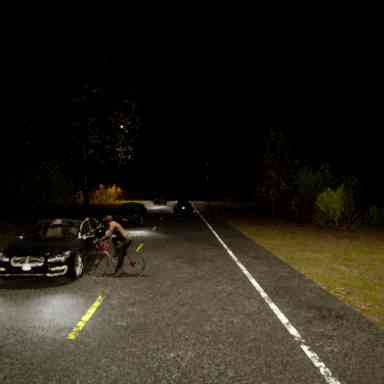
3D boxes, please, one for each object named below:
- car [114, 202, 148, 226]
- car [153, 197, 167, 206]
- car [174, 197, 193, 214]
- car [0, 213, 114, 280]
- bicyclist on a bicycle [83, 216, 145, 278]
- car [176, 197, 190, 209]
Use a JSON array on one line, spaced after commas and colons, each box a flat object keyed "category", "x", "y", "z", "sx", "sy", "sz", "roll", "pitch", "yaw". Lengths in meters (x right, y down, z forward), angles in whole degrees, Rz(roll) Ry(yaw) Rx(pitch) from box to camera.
[{"category": "car", "x": -4.254, "y": 1.473, "z": 23.333, "sx": 1.882, "sy": 1.535, "sz": 5.008, "roll": 0, "pitch": 0, "yaw": -2}, {"category": "car", "x": -5.189, "y": 1.494, "z": 54.359, "sx": 2.128, "sy": 1.511, "sz": 4.902, "roll": 0, "pitch": 0, "yaw": -2}, {"category": "car", "x": -0.915, "y": 1.559, "z": 34.969, "sx": 1.994, "sy": 1.385, "sz": 4.181, "roll": 0, "pitch": 0, "yaw": -2}, {"category": "car", "x": -3.865, "y": 1.503, "z": 10.052, "sx": 1.837, "sy": 1.490, "sz": 4.892, "roll": 0, "pitch": 0, "yaw": -2}, {"category": "bicyclist on a bicycle", "x": -2.067, "y": 1.451, "z": 8.813, "sx": 1.656, "sy": 1.620, "sz": 0.582, "roll": -1, "pitch": 0, "yaw": -2}, {"category": "car", "x": -1.300, "y": 1.503, "z": 47.203, "sx": 1.837, "sy": 1.490, "sz": 4.892, "roll": 0, "pitch": 0, "yaw": -2}]
